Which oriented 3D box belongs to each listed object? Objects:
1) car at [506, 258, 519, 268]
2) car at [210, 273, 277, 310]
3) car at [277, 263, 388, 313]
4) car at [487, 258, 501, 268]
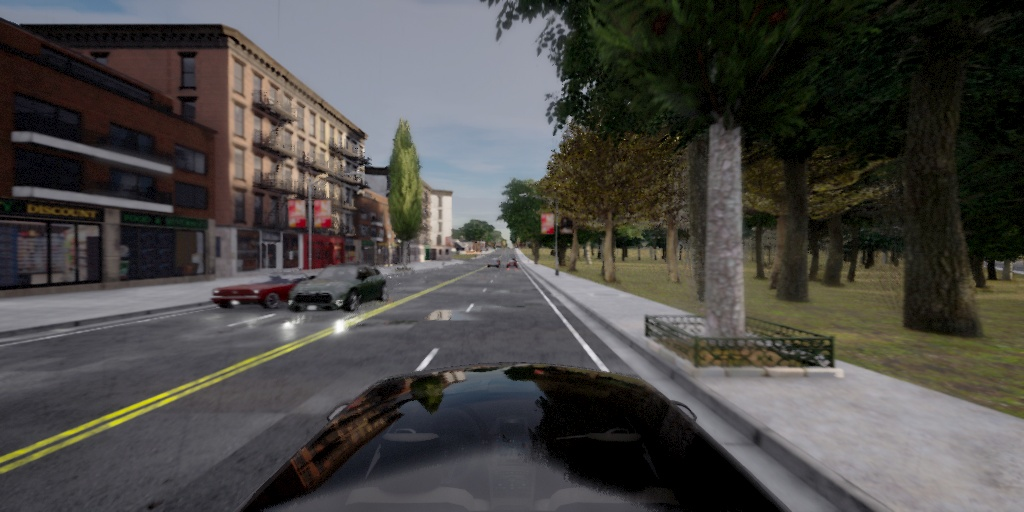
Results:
[{"bbox_3d":[0.036,1.311,61.715,1.812,1.442,4.674,0,0,0],"label":"car"},{"bbox_3d":[-9.797,1.357,14.913,1.895,1.301,4.718,0,0,0],"label":"car"},{"bbox_3d":[-6.554,1.106,14.028,2.097,1.767,4.553,0,0,0],"label":"car"},{"bbox_3d":[-3.214,1.348,62.132,1.994,1.385,4.181,0,0,0],"label":"car"}]
